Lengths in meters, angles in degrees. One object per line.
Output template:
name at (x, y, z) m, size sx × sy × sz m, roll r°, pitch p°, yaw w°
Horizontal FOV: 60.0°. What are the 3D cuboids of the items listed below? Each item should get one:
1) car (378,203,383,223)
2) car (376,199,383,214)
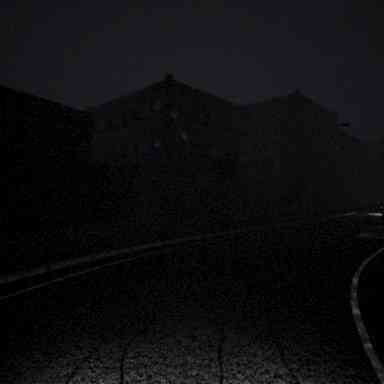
car at (14.746, 1.422, 23.032) m, size 1.882 × 1.535 × 5.008 m, roll -2°, pitch -1°, yaw 44°
car at (21.627, 1.460, 35.534) m, size 2.033 × 1.411 × 5.357 m, roll -2°, pitch -1°, yaw 44°
